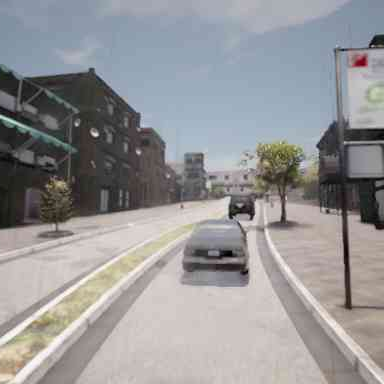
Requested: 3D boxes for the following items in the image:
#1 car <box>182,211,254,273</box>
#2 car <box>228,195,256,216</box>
[{"bbox_3d":[0.899,1.587,10.822,2.033,1.411,5.357,-1,0,8],"label":"car"},{"bbox_3d":[4.546,1.290,30.141,2.150,2.045,5.566,-1,0,12],"label":"car"}]
